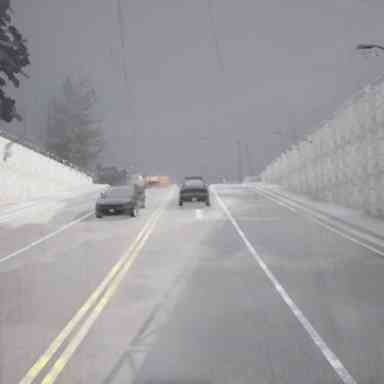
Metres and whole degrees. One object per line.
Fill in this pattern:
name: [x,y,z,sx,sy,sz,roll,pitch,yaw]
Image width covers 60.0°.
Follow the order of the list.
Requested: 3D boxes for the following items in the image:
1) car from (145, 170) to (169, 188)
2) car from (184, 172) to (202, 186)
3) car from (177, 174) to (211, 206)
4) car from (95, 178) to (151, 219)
car: [-3.469,-1.348,32.916,2.097,1.767,4.553,-1,6,1]
car: [0.040,-1.441,39.284,1.895,1.301,4.718,-1,-2,-3]
car: [0.131,-0.078,21.102,1.837,1.490,4.892,-1,6,0]
car: [-3.563,0.329,17.281,1.882,1.535,5.008,-1,5,1]
